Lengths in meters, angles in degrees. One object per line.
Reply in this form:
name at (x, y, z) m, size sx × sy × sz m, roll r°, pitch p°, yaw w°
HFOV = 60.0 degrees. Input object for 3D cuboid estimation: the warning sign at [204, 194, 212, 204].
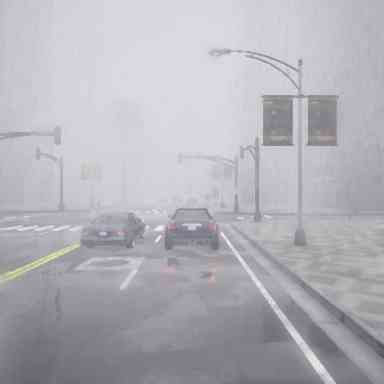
warning sign at (2.860, 1.244, 59.420) m, size 1.300 × 1.860 × 1.060 m, roll 1°, pitch 0°, yaw 0°

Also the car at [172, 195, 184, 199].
car at (-3.251, 1.515, 71.612) m, size 2.097 × 1.767 × 4.553 m, roll 0°, pitch -1°, yaw 0°

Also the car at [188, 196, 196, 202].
car at (0.000, 1.782, 85.010) m, size 2.033 × 1.411 × 5.357 m, roll 0°, pitch -1°, yaw 0°

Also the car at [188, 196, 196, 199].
car at (0.000, 1.818, 69.620) m, size 1.895 × 1.301 × 4.718 m, roll 0°, pitch -1°, yaw 0°

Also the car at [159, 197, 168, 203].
car at (-6.499, 1.786, 76.300) m, size 2.033 × 1.411 × 5.357 m, roll 0°, pitch -1°, yaw 0°

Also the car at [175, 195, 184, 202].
car at (-3.250, 1.597, 84.982) m, size 2.097 × 1.767 × 4.553 m, roll 0°, pitch -1°, yaw 0°

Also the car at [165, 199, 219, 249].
car at (0.000, 1.373, 14.621) m, size 2.097 × 1.767 × 4.553 m, roll 0°, pitch 0°, yaw 0°

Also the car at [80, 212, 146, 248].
car at (-3.250, 1.570, 14.651) m, size 2.033 × 1.411 × 5.357 m, roll 0°, pitch 0°, yaw 0°
